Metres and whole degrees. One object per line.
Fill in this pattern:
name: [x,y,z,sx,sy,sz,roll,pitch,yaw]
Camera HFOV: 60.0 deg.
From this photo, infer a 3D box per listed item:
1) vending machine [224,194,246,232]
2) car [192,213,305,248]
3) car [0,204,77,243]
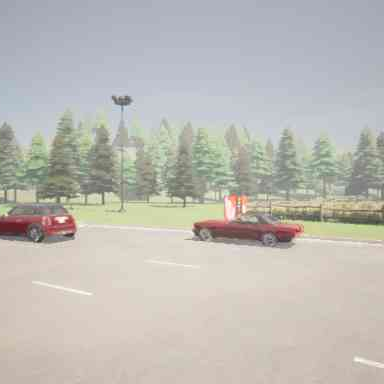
vending machine: [2.522,1.195,19.369,0.880,2.100,1.100,0,0,30]
car: [2.387,1.600,14.773,4.718,1.301,1.895,0,0,31]
car: [-7.864,1.350,16.160,4.553,1.767,2.097,0,0,26]
